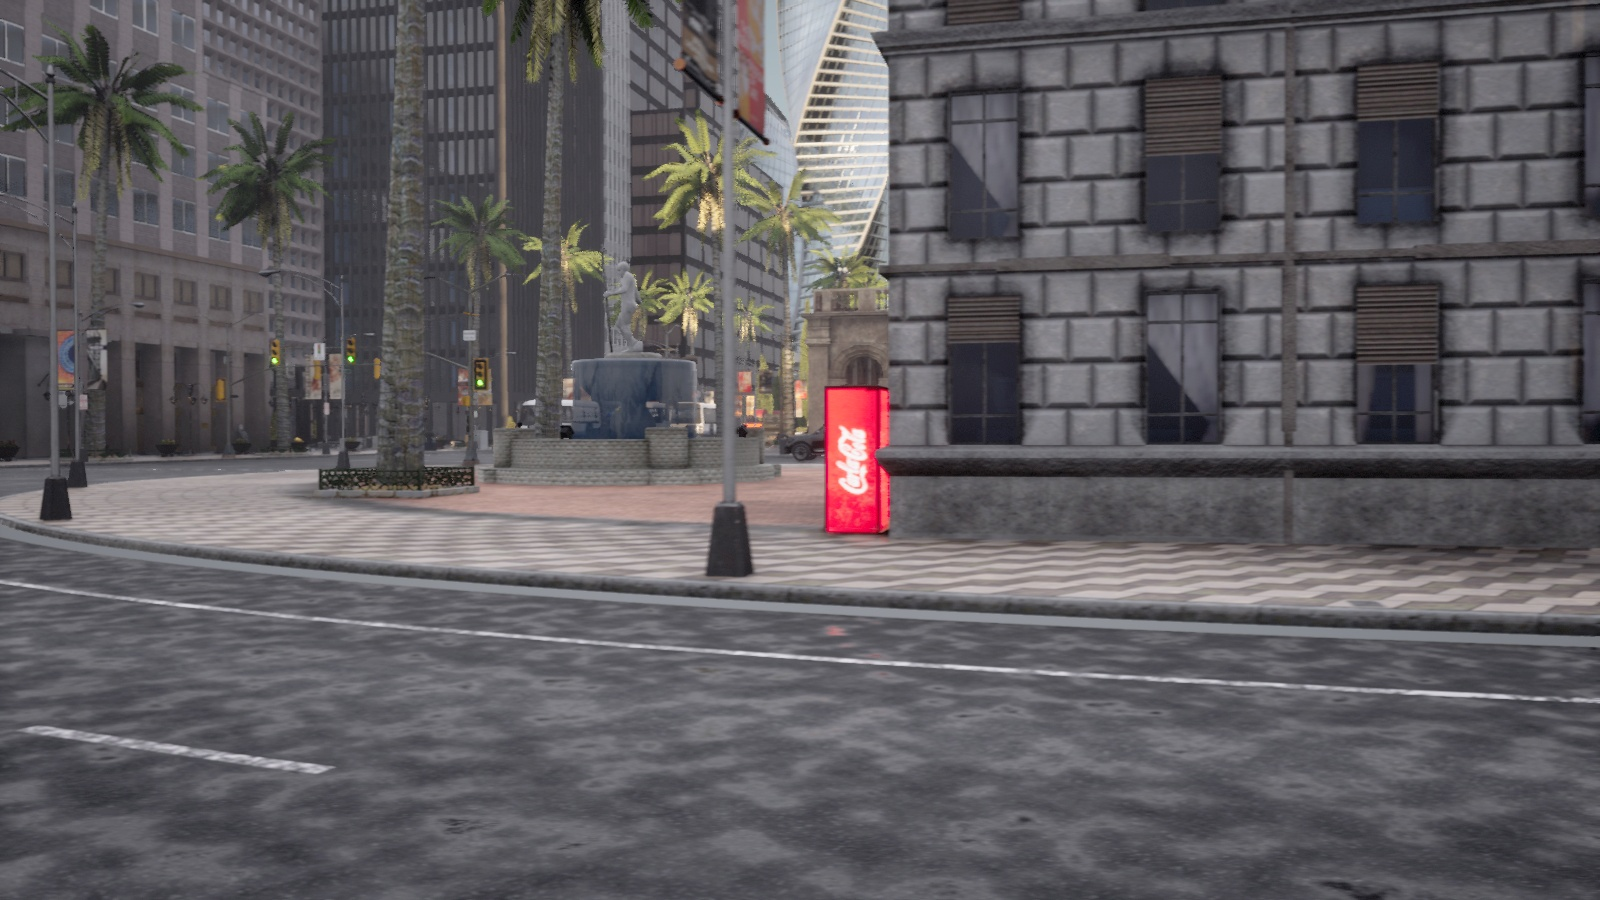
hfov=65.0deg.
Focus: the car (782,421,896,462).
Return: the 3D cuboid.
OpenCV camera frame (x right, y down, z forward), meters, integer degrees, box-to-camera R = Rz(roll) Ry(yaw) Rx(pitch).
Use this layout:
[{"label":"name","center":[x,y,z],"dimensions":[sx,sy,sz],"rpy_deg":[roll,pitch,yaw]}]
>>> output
[{"label":"car","center":[2.044,-0.445,65.290],"dimensions":[5.566,2.045,2.150],"rpy_deg":[0,1,14]}]
